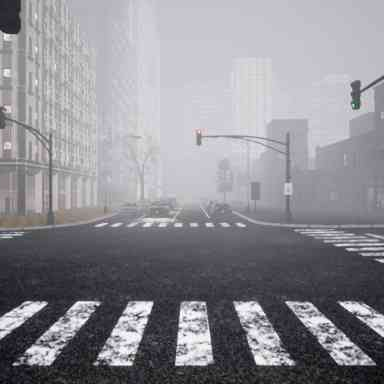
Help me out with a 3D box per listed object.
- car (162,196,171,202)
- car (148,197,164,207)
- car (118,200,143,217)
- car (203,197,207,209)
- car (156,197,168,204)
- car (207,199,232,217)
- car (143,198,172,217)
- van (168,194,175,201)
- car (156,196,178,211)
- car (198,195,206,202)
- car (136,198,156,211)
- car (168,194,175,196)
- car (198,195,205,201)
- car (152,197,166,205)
[{"bbox_3d":[-5.732,1.631,75.143,1.802,1.307,4.206,0,0,0],"label":"car"},{"bbox_3d":[-5.718,1.574,52.980,2.008,1.369,4.403,0,0,0],"label":"car"},{"bbox_3d":[-5.707,1.591,30.816,1.802,1.307,4.206,0,0,0],"label":"car"},{"bbox_3d":[2.668,1.598,41.903,1.802,1.307,4.206,0,0,0],"label":"car"},{"bbox_3d":[-5.726,1.600,64.062,1.947,1.339,4.313,0,0,0],"label":"car"},{"bbox_3d":[2.675,1.554,30.821,1.887,1.381,4.507,0,0,0],"label":"car"},{"bbox_3d":[-3.135,1.573,30.997,1.994,1.385,4.181,0,0,-2],"label":"car"},{"bbox_3d":[-5.741,1.414,91.766,1.690,1.788,3.998,0,0,0],"label":"van"},{"bbox_3d":[-3.120,1.579,40.960,1.994,1.385,4.181,0,0,0],"label":"car"},{"bbox_3d":[2.649,1.600,75.148,2.008,1.369,4.403,0,0,0],"label":"car"},{"bbox_3d":[-5.713,1.541,41.728,1.752,1.417,4.829,0,0,0],"label":"car"},{"bbox_3d":[-3.117,1.500,50.943,1.882,1.535,5.008,0,0,0],"label":"car"},{"bbox_3d":[2.639,1.639,91.771,1.947,1.339,4.313,0,0,0],"label":"car"},{"bbox_3d":[-5.722,1.594,58.520,1.947,1.339,4.313,0,0,0],"label":"car"}]
